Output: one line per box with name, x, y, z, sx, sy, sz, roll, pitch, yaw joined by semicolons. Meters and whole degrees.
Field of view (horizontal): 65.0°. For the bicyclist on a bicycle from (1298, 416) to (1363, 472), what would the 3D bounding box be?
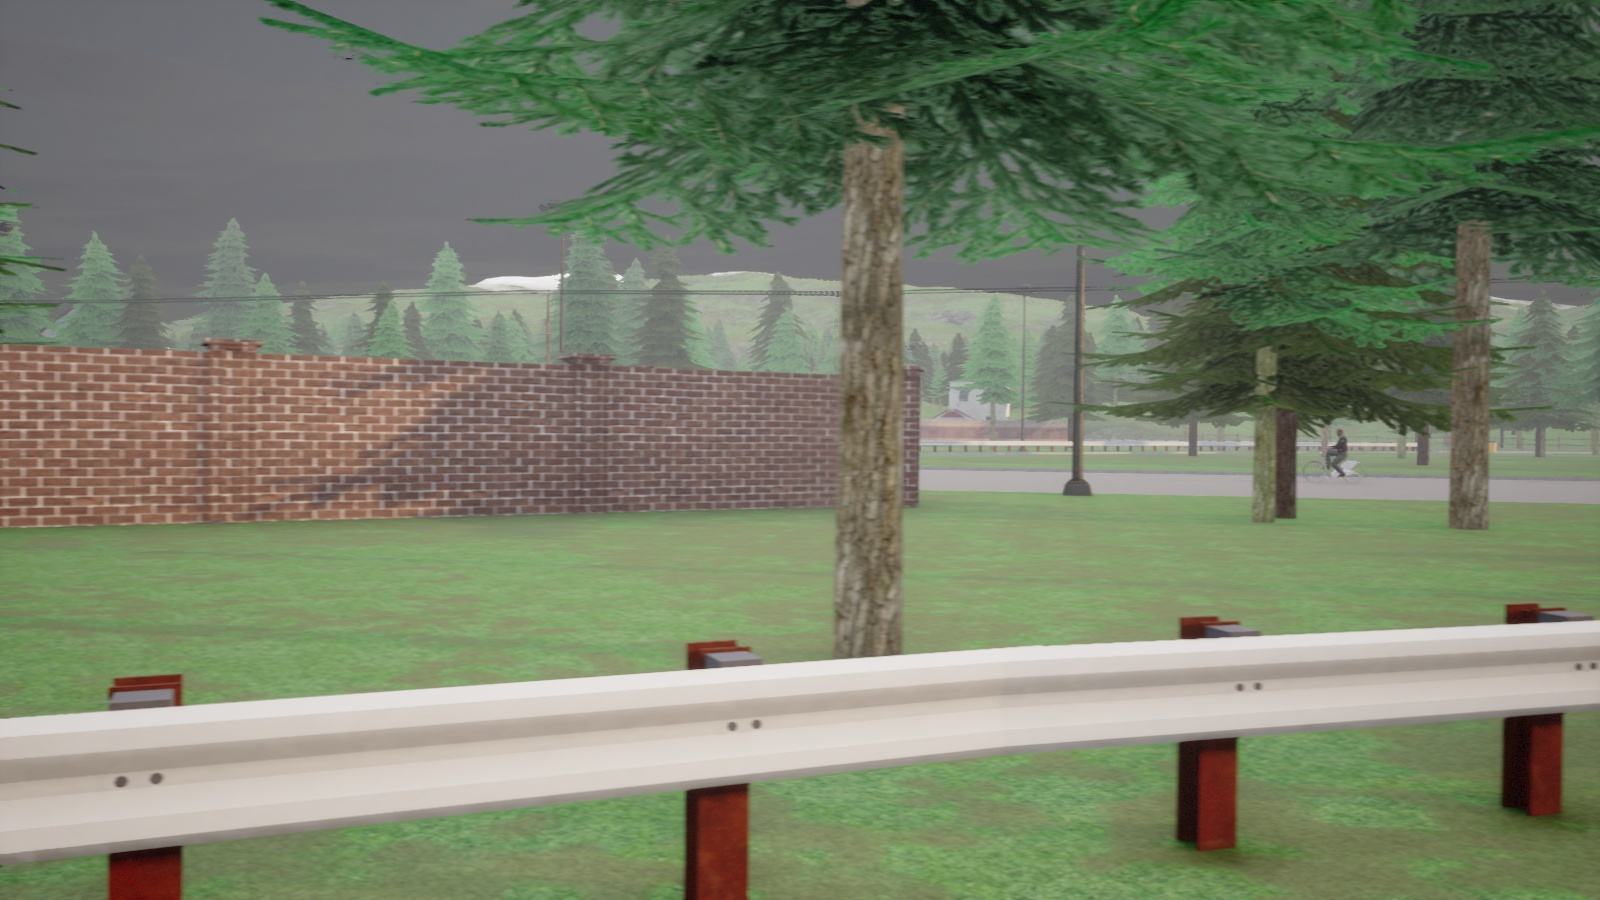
bicyclist on a bicycle;17.028;-0.181;40.331;1.843;1.776;0.659;0;1;12
